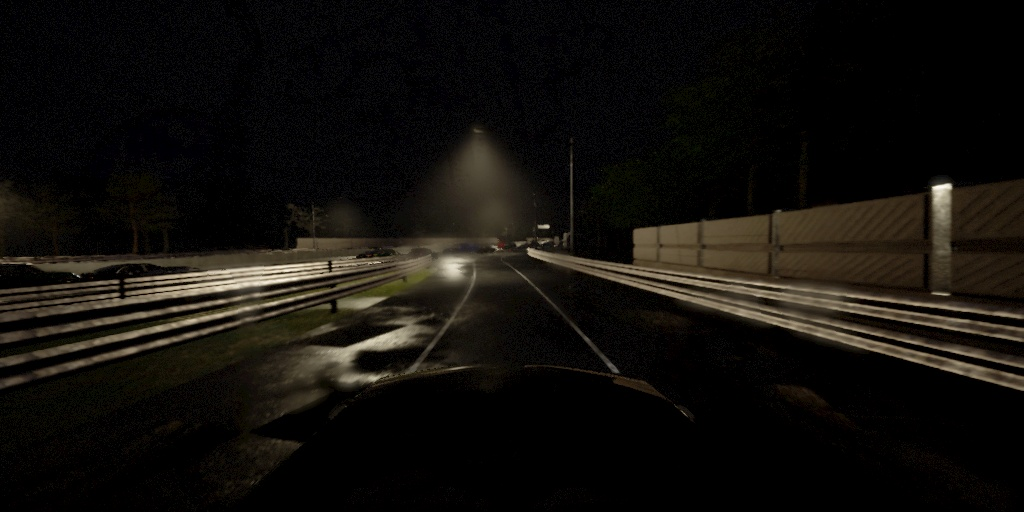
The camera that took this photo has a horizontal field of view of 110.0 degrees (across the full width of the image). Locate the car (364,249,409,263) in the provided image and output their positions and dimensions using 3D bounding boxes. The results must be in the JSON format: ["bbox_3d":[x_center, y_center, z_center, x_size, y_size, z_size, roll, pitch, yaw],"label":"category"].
[{"bbox_3d":[-14.928,-0.108,42.929,2.097,1.767,4.553,0,3,17],"label":"car"}]

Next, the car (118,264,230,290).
[{"bbox_3d":[-18.444,1.251,20.075,1.994,1.385,4.181,0,3,17],"label":"car"}]

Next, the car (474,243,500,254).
[{"bbox_3d":[-4.448,-1.153,64.587,1.882,1.535,5.008,0,3,17],"label":"car"}]

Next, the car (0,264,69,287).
[{"bbox_3d":[-26.155,1.210,18.890,2.097,1.767,4.553,0,3,17],"label":"car"}]

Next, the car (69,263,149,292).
[{"bbox_3d":[-21.784,1.177,21.123,1.837,1.490,4.892,0,3,17],"label":"car"}]

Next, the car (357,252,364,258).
[{"bbox_3d":[-17.742,0.018,45.647,1.994,1.385,4.181,0,3,17],"label":"car"}]

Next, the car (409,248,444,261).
[{"bbox_3d":[-10.825,-0.233,44.307,2.097,1.767,4.553,0,3,17],"label":"car"}]
